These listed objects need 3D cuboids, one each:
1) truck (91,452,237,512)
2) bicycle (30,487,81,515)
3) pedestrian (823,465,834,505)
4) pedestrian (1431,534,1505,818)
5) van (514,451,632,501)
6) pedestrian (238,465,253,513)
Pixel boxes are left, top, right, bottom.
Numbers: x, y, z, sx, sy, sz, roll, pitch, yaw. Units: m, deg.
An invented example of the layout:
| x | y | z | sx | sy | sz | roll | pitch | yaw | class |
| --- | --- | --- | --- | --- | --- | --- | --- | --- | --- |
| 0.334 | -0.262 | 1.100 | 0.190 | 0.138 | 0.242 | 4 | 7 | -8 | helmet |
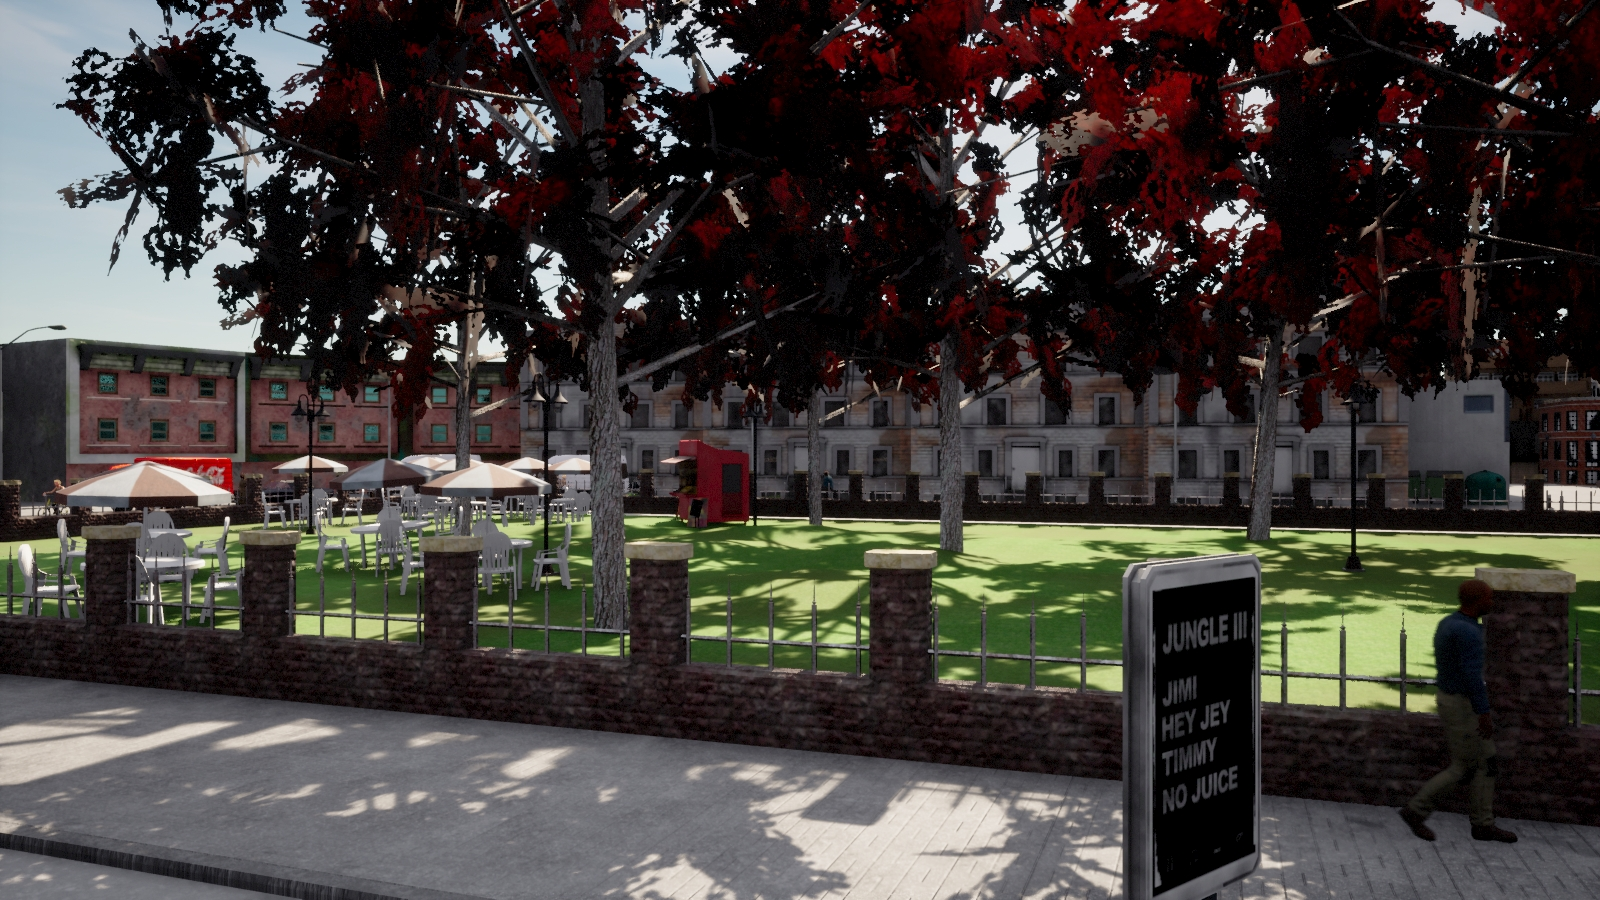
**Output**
| x | y | z | sx | sy | sz | roll | pitch | yaw | class |
| --- | --- | --- | --- | --- | --- | --- | --- | --- | --- |
| -28.185 | 1.348 | 50.858 | 2.627 | 2.467 | 5.204 | 0 | 0 | 21 | truck |
| -29.946 | 2.036 | 45.966 | 0.859 | 1.080 | 1.487 | 0 | 0 | 21 | bicycle |
| 1.329 | 1.629 | 53.809 | 0.375 | 1.860 | 0.375 | 0 | 0 | 36 | pedestrian |
| 4.581 | 1.525 | 7.853 | 0.375 | 1.860 | 0.375 | 0 | 0 | 20 | pedestrian |
| -12.048 | 1.315 | 60.623 | 5.915 | 2.561 | 1.988 | 0 | 0 | 20 | van |
| -21.860 | 1.524 | 45.020 | 0.375 | 1.860 | 0.375 | 0 | 0 | 14 | pedestrian |
